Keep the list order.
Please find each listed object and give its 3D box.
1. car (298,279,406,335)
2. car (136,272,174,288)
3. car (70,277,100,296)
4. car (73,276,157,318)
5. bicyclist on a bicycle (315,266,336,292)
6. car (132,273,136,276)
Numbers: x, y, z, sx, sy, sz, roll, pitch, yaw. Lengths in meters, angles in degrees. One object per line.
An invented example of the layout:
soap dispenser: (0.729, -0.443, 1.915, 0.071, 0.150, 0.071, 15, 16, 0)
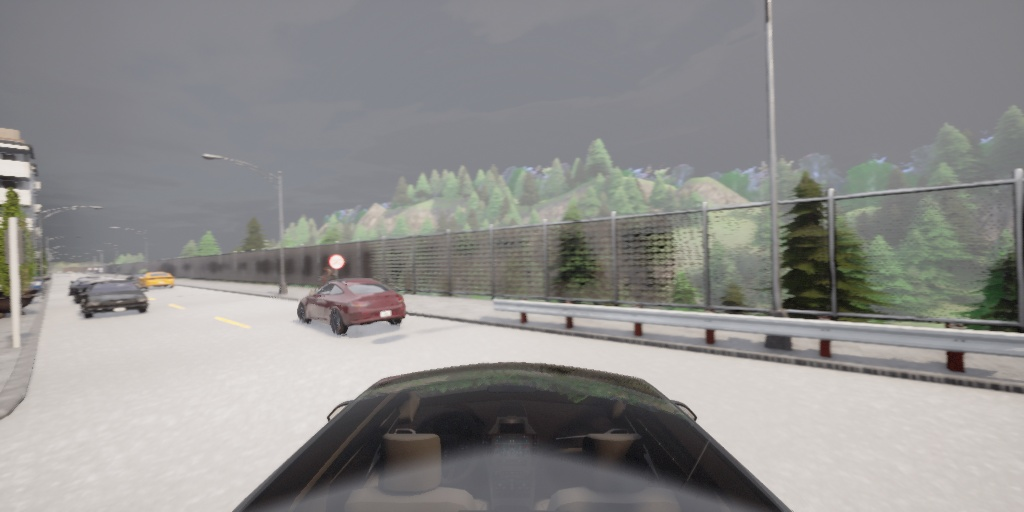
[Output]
car: (-5.040, 1.429, 11.151, 4.674, 1.442, 1.812, -2, 0, 43)
car: (-32.801, 2.236, 33.086, 5.008, 1.535, 1.882, -2, 0, 38)
car: (-25.651, 2.141, 22.208, 4.718, 1.301, 1.895, -2, 0, 39)
car: (-18.106, 1.855, 16.271, 5.357, 1.411, 2.033, -2, 0, 38)
bicyclist on a bicycle: (-10.868, 1.430, 21.258, 0.582, 1.620, 1.656, -2, 0, 38)
car: (-40.730, 2.550, 39.253, 5.357, 1.411, 2.033, -2, 0, 38)
